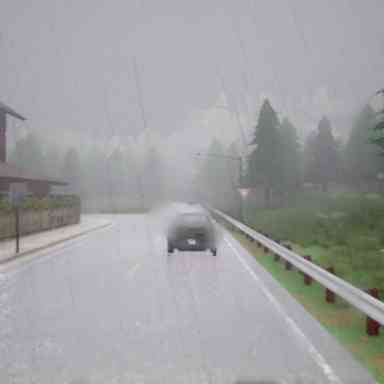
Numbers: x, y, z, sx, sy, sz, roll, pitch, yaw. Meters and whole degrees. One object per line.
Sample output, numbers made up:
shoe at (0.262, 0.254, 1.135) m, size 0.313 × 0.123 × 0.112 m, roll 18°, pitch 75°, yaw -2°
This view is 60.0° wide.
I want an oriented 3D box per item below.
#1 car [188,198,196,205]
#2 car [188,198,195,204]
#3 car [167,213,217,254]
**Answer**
car at (-0.021, 2.478, 79.655) m, size 1.895 × 1.301 × 4.718 m, roll 0°, pitch -1°, yaw 0°
car at (-0.023, 2.325, 89.621) m, size 1.837 × 1.490 × 4.892 m, roll 0°, pitch -1°, yaw 0°
car at (0.022, 1.637, 14.215) m, size 1.882 × 1.535 × 5.008 m, roll 0°, pitch 0°, yaw 0°
